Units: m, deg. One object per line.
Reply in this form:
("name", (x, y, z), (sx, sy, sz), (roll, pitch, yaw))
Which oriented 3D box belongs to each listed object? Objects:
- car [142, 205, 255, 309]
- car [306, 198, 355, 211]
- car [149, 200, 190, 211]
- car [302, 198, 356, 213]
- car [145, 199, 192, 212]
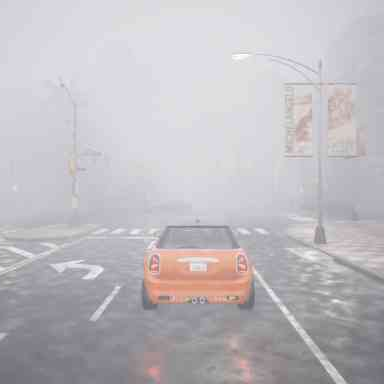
("car", (0.116, 1.352, 8.019), (2.097, 1.767, 4.553), (0, 0, 0))
("car", (16.523, 1.492, 39.858), (4.902, 1.511, 2.128), (0, 0, 1))
("car", (-2.670, 1.601, 40.071), (4.718, 1.301, 1.895), (0, 0, 1))
("car", (14.911, 1.547, 36.388), (5.357, 1.411, 2.033), (0, 0, 1))
("car", (-2.425, 1.477, 34.498), (5.008, 1.535, 1.882), (0, -1, -23))
